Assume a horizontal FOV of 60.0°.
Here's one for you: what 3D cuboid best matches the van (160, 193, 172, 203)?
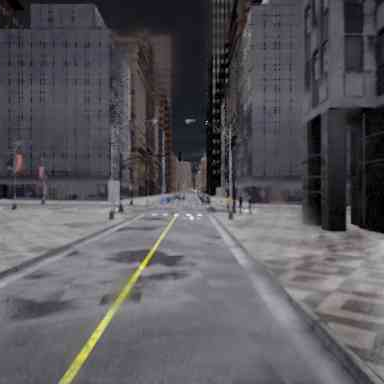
[{"bbox_3d":[-5.669,1.331,69.196,1.690,1.788,3.998,0,0,0],"label":"van"}]

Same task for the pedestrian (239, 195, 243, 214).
[{"bbox_3d":[4.619,1.173,31.662,0.375,1.860,0.375,0,0,0],"label":"pedestrian"}]

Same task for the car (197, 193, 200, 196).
[{"bbox_3d":[2.959,1.545,86.092,1.802,1.307,4.206,0,0,0],"label":"car"}]

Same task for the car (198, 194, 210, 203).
[{"bbox_3d":[2.855,1.556,69.145,1.947,1.339,4.313,0,0,0],"label":"car"}]

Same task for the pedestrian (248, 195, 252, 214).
[{"bbox_3d":[5.618,1.201,32.263,0.375,1.860,0.375,0,0,0],"label":"pedestrian"}]

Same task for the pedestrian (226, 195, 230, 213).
[{"bbox_3d":[3.618,1.159,32.862,0.375,1.860,0.375,0,0,0],"label":"pedestrian"}]

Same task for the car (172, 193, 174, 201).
[{"bbox_3d":[-5.635,1.564,74.845,1.802,1.307,4.206,0,0,0],"label":"car"}]

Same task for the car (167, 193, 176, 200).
[{"bbox_3d":[-5.530,1.266,91.791,2.192,1.841,5.009,0,0,0],"label":"car"}]

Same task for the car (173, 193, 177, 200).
[{"bbox_3d":[-5.565,1.403,86.142,1.967,1.590,4.097,0,0,0],"label":"car"}]

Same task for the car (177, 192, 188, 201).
[{"bbox_3d":[-2.706,1.439,87.195,1.882,1.535,5.008,0,0,0],"label":"car"}]
